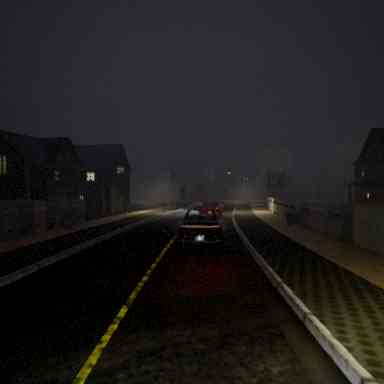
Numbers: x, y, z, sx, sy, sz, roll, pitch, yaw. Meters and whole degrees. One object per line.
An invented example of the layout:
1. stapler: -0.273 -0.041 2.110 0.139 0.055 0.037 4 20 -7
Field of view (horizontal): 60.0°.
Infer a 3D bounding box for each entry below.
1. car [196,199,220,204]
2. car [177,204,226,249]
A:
1. car: 1.714 1.504 29.443 1.882 1.535 5.008 0 0 7
2. car: 0.429 1.493 14.565 2.128 1.511 4.902 0 0 3
